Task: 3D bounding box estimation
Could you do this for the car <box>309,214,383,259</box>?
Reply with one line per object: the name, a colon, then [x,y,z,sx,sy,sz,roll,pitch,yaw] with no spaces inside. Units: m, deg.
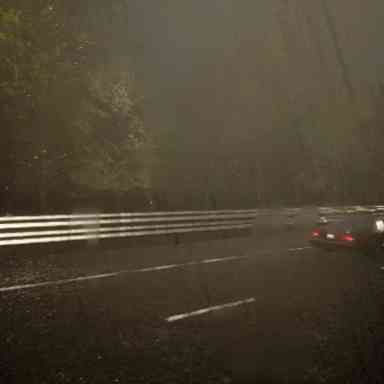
car: [6.808,1.572,12.776,5.357,1.411,2.033,0,0,-34]
